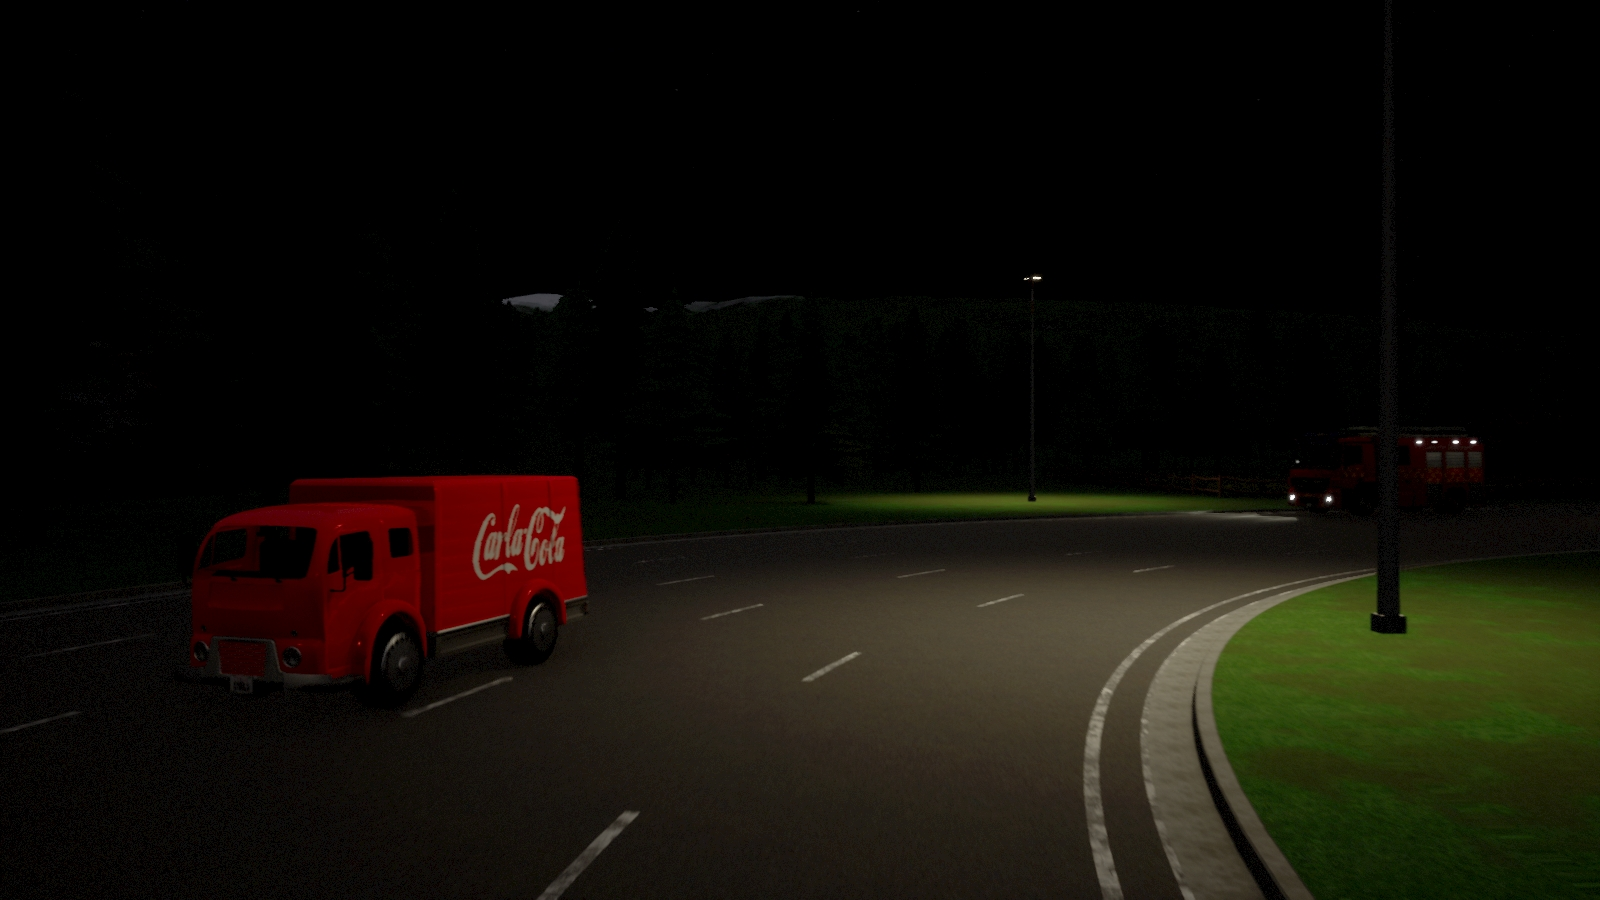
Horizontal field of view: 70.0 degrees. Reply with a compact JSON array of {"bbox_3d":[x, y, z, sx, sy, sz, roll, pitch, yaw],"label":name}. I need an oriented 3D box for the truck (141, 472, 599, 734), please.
[{"bbox_3d":[-4.902,1.566,14.122,2.627,2.467,5.204,0,0,18],"label":"truck"}]
